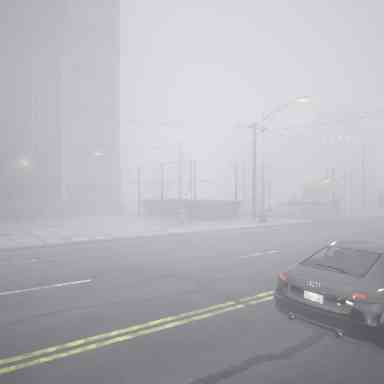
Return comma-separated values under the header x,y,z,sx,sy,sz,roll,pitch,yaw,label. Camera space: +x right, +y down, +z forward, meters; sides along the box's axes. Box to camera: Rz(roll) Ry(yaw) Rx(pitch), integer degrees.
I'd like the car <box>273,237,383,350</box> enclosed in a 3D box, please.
x,y,z,sx,sy,sz,roll,pitch,yaw,label
3.482,1.564,6.229,4.181,1.385,1.994,0,0,-36,car

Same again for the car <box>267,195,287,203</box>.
x,y,z,sx,sy,sz,roll,pitch,yaw,label
17.356,1.452,67.771,3.806,1.475,1.970,0,0,-36,car

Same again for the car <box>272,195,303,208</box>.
x,y,z,sx,sy,sz,roll,pitch,yaw,label
13.347,1.254,44.710,4.553,1.767,2.185,0,0,-36,car

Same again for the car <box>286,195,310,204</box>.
x,y,z,sx,sy,sz,roll,pitch,yaw,label
20.261,1.420,63.769,4.674,1.452,2.002,0,0,-36,car
